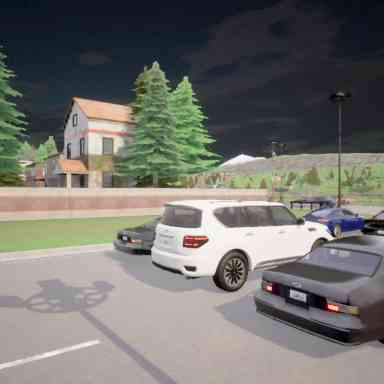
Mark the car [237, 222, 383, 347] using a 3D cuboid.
[{"bbox_3d":[3.566,1.547,6.289,5.357,1.411,2.033,0,0,-36],"label":"car"}]

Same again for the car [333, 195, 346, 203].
[{"bbox_3d":[19.378,1.352,48.649,2.097,1.767,4.553,0,0,-36],"label":"car"}]

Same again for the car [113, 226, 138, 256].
[{"bbox_3d":[-0.133,1.547,12.243,5.357,1.411,2.033,0,0,-36],"label":"car"}]

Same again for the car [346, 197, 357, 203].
[{"bbox_3d":[24.245,1.352,53.872,2.097,1.767,4.553,0,0,-36],"label":"car"}]

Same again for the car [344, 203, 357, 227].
[{"bbox_3d":[7.671,1.526,17.804,4.674,1.442,1.812,0,0,-35],"label":"car"}]

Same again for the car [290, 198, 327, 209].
[{"bbox_3d":[16.372,1.600,46.829,1.895,1.301,4.718,0,0,-36],"label":"car"}]

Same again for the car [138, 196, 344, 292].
[{"bbox_3d":[1.587,1.221,9.178,5.566,2.045,2.150,0,0,-36],"label":"car"}]

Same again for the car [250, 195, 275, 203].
[{"bbox_3d":[14.251,1.478,67.855,1.882,1.535,5.008,0,0,-36],"label":"car"}]

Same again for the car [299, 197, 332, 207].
[{"bbox_3d":[19.931,1.526,53.892,1.812,1.442,4.674,0,0,-36],"label":"car"}]

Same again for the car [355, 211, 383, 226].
[{"bbox_3d":[9.678,1.478,14.937,5.008,1.535,1.882,0,0,-35],"label":"car"}]
